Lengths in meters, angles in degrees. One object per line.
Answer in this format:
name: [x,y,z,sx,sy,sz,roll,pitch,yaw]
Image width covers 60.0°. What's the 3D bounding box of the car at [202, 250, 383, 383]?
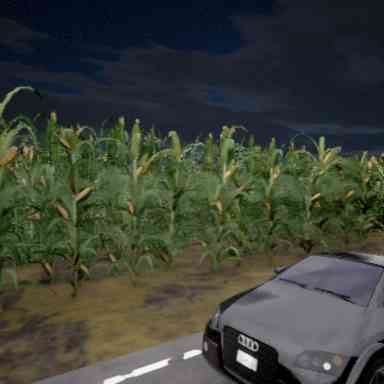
car: [2.192,1.576,4.634,4.181,1.385,1.994,0,0,-36]
